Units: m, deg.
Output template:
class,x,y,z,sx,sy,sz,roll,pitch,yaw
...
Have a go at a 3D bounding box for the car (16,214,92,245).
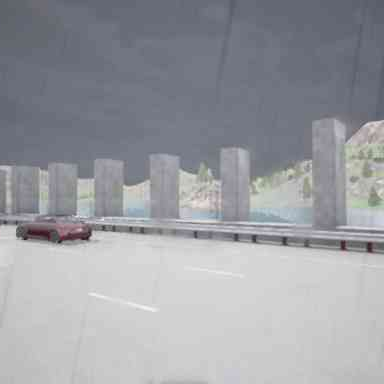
class,x,y,z,sx,sy,sz,roll,pitch,yaw
car,-7.140,1.823,17.147,4.181,1.385,1.994,-1,-1,32
